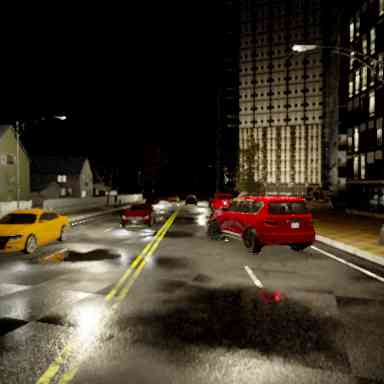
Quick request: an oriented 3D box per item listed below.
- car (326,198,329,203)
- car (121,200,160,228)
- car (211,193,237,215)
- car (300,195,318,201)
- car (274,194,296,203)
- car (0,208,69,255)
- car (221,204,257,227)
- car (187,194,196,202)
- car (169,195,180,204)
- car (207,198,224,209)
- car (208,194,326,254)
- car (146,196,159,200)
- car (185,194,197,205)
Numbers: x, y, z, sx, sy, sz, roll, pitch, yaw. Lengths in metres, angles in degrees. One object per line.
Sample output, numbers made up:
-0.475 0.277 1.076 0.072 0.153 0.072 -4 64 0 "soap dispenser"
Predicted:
33.522 1.903 78.134 4.507 1.381 1.887 0 2 20 "car"
-3.399 1.490 22.049 1.812 1.442 4.674 0 0 0 "car"
3.190 1.171 34.642 2.150 2.045 5.566 0 0 0 "car"
30.894 1.658 87.476 4.403 1.369 2.008 0 2 20 "car"
22.869 1.583 82.007 5.009 1.841 2.192 0 2 20 "car"
-6.622 1.453 13.423 1.882 1.535 5.008 0 0 0 "car"
3.210 1.563 23.639 1.895 1.301 4.718 0 0 0 "car"
-0.134 1.292 76.492 2.097 1.767 4.553 0 0 0 "car"
-3.389 1.417 63.553 1.882 1.535 5.008 0 0 0 "car"
3.171 1.542 45.647 1.895 1.301 4.718 0 0 0 "car"
2.617 1.198 13.679 2.150 2.045 5.566 0 0 -18 "car"
-6.656 1.414 56.620 1.882 1.535 5.008 0 0 0 "car"
-0.089 1.501 55.532 1.994 1.385 4.181 0 0 0 "car"
